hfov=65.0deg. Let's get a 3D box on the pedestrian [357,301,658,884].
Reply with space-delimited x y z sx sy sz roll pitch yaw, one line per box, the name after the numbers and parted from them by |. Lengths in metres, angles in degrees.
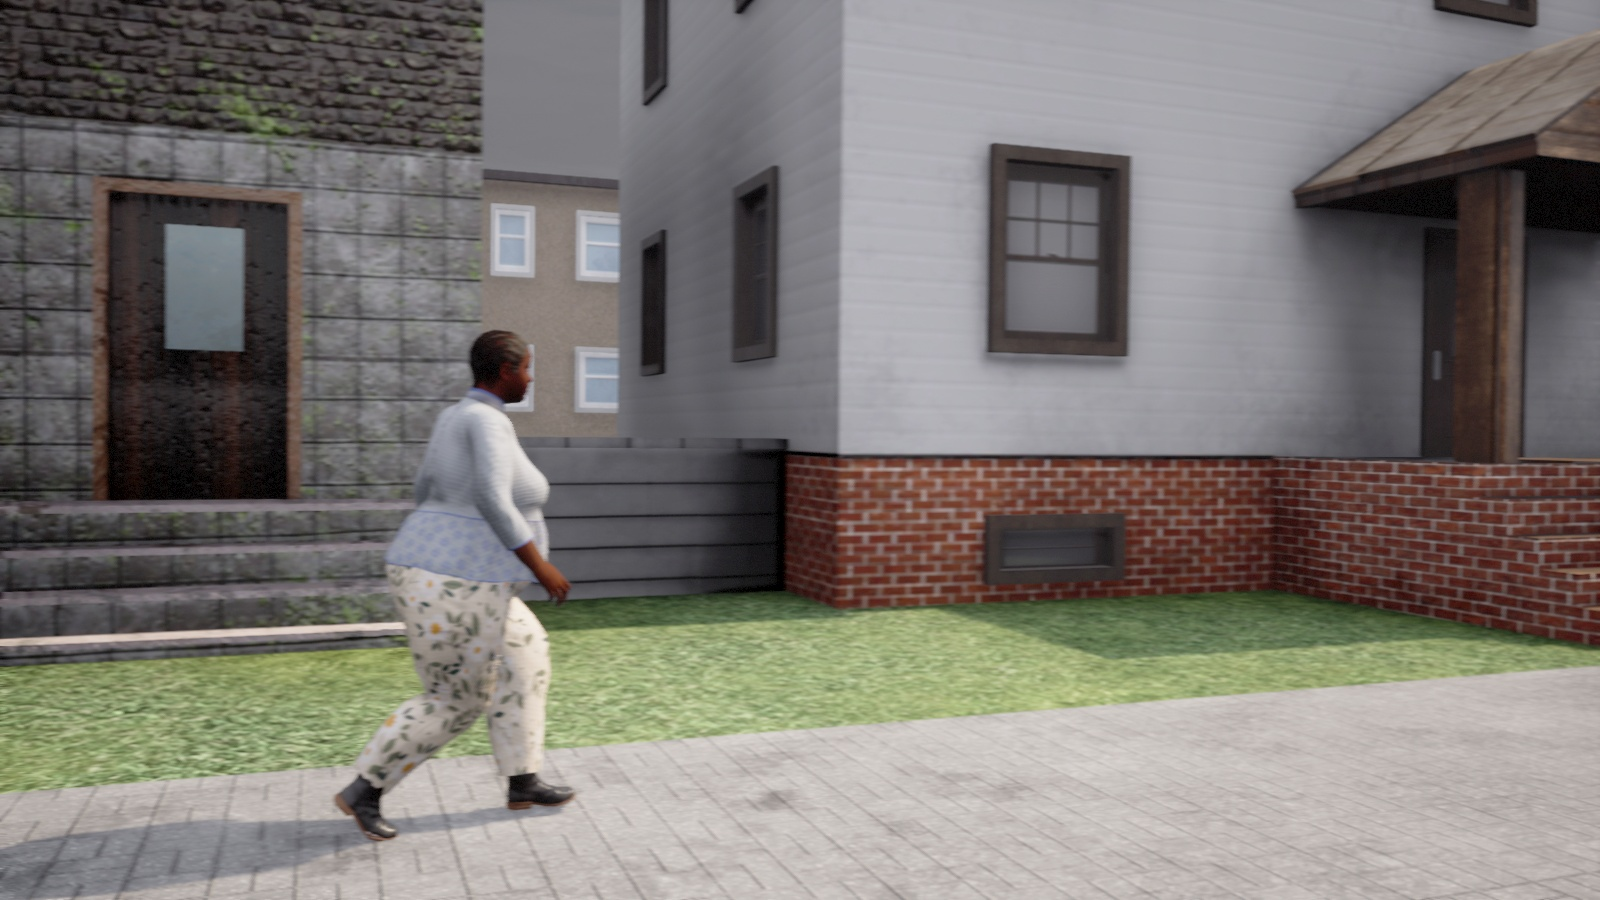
-1.089 0.445 4.570 0.900 1.855 0.874 -1 1 -23 | pedestrian
